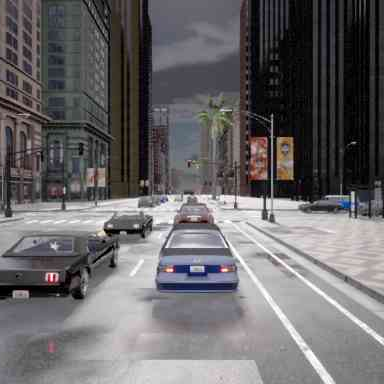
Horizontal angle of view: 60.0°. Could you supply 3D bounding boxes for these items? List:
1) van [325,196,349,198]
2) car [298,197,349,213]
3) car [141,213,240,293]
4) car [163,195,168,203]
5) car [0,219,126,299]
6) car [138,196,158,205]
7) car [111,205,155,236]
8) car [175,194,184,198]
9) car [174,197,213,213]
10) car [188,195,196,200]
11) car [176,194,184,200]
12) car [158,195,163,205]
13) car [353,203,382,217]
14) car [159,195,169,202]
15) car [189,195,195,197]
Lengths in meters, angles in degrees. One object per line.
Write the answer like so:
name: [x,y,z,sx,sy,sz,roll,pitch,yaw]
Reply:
van: [17.043,1.314,38.172,3.998,1.788,1.690,0,0,0]
car: [13.717,1.509,35.504,4.674,1.442,1.812,0,0,2]
car: [0.097,1.547,8.991,2.033,1.411,5.357,0,0,0]
car: [-6.553,1.480,67.574,1.882,1.535,5.008,0,0,0]
car: [-3.154,1.600,8.362,1.895,1.301,4.718,0,0,0]
car: [-6.621,1.353,48.840,2.097,1.767,4.553,0,0,0]
car: [-3.165,1.600,17.530,1.895,1.301,4.718,0,0,0]
car: [-3.300,1.521,80.429,1.812,1.442,4.674,0,0,0]
car: [0.108,1.352,18.435,2.097,1.767,4.553,0,0,0]
car: [-0.056,1.545,91.505,2.033,1.411,5.357,0,0,0]
car: [-3.306,1.315,90.433,1.882,1.535,5.008,0,0,0]
car: [-6.613,1.507,58.070,1.837,1.490,4.892,0,0,0]
car: [17.053,1.548,29.647,4.403,1.369,2.008,0,0,0]
car: [-6.548,1.528,77.740,1.812,1.442,4.674,0,0,0]
car: [0.059,1.528,64.806,1.812,1.442,4.674,0,0,0]
